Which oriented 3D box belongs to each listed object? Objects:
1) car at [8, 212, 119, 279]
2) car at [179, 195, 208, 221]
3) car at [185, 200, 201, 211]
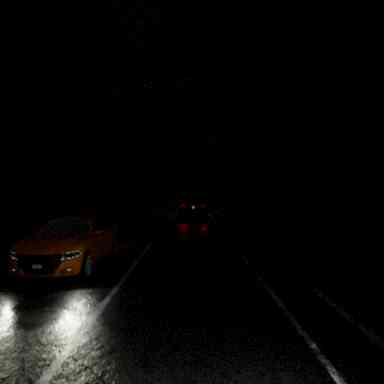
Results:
[{"bbox_3d":[-3.588,1.446,10.177,1.882,1.535,5.008,0,0,0],"label":"car"},{"bbox_3d":[0.099,1.237,27.345,2.150,2.045,5.566,0,0,0],"label":"car"},{"bbox_3d":[0.098,1.794,44.612,1.994,1.385,4.181,0,-1,0],"label":"car"}]
